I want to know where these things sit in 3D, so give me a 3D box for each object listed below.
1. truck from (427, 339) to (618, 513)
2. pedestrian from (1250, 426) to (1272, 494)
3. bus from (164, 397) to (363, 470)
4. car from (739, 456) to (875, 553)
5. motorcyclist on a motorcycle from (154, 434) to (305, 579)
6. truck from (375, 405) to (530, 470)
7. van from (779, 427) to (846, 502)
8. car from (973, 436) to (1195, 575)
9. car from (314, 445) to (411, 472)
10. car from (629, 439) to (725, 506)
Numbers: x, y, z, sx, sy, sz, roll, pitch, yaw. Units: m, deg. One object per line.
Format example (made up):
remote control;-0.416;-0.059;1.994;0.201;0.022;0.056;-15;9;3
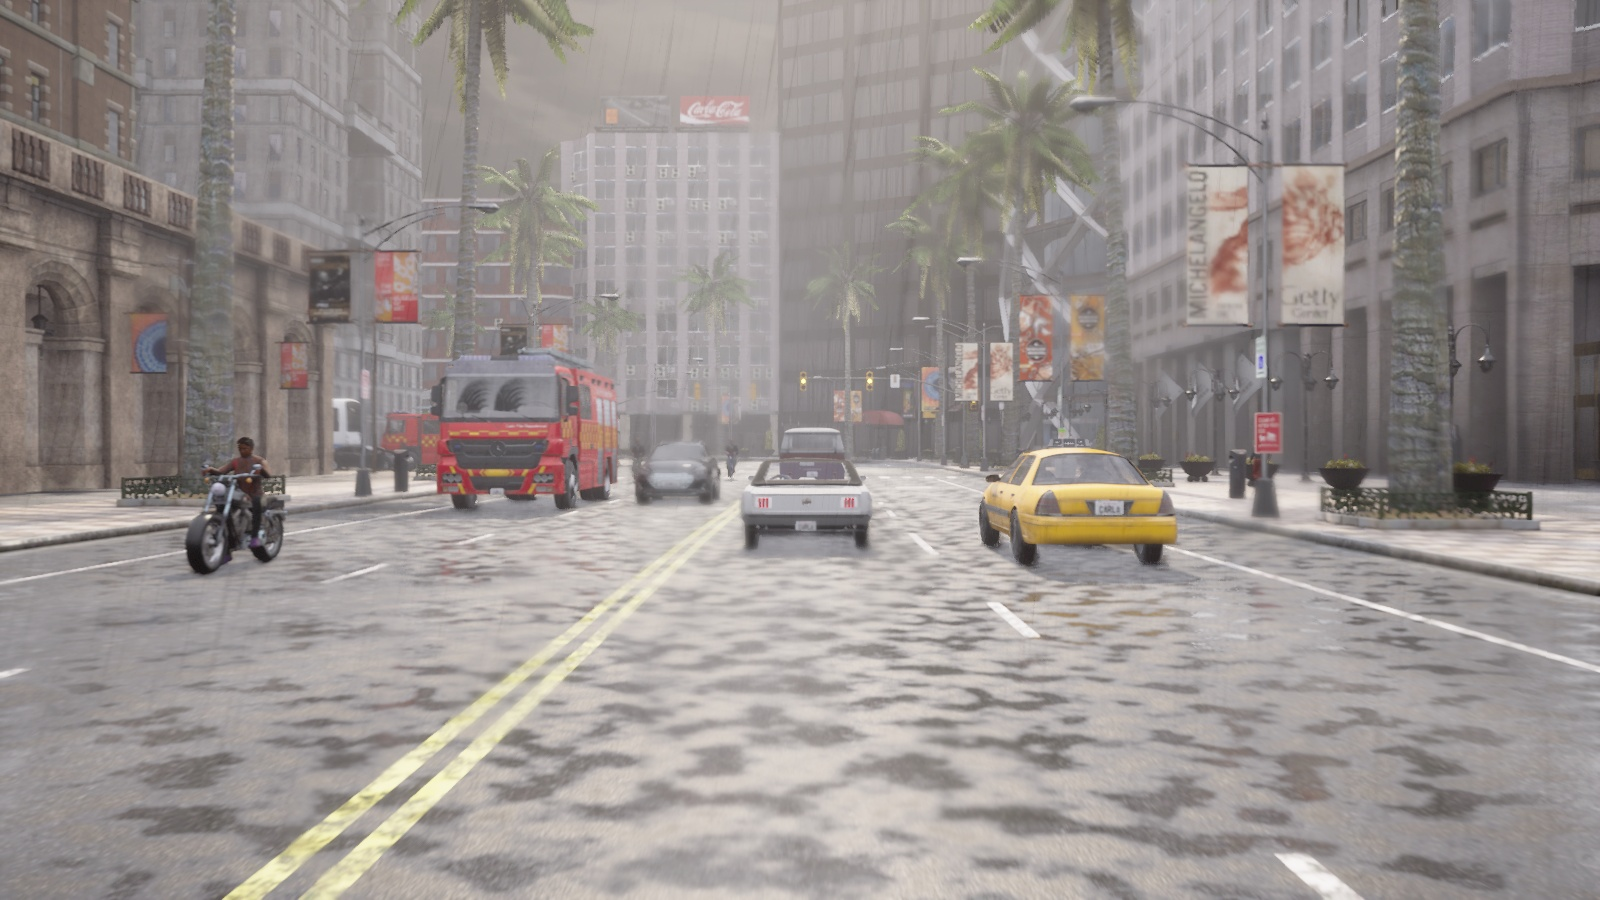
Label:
truck;-6.704;-0.551;31.800;2.891;3.827;8.468;0;0;1
pedestrian;12.662;0.278;34.506;0.353;1.847;0.614;0;0;-1
bus;-32.007;-0.953;75.246;10.273;4.253;3.944;0;0;1
car;0.114;0.769;19.852;1.895;1.301;4.718;0;0;1
motorcyclist on a motorcycle;-6.916;0.631;15.387;0.766;1.649;2.350;0;0;0
truck;-20.688;-0.731;75.002;8.468;3.827;2.891;0;0;1
van;0.362;0.362;35.384;1.775;1.987;4.442;0;0;1
car;3.590;0.622;16.918;1.801;1.575;5.366;0;0;0
car;-24.909;0.450;71.577;4.892;1.490;1.837;0;0;1
car;-3.179;0.543;33.297;2.033;1.649;4.856;0;0;0
